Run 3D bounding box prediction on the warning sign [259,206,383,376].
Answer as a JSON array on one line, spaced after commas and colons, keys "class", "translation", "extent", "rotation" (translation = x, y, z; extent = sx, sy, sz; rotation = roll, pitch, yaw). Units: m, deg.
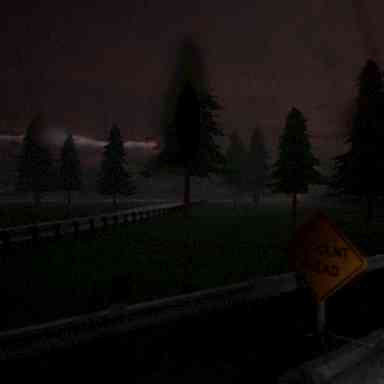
[{"class": "warning sign", "translation": [1.788, 1.153, 4.591], "extent": [1.060, 1.860, 1.300], "rotation": [1, 0, -35]}]
